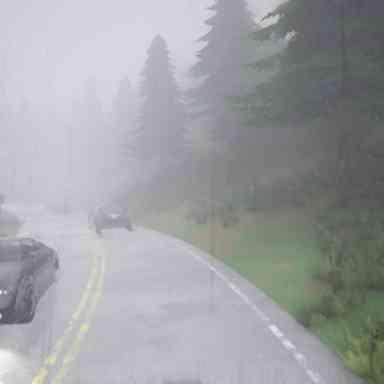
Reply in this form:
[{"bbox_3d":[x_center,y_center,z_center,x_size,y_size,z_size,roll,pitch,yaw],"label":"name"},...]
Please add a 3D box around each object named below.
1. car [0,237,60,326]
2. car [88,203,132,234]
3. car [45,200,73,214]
[{"bbox_3d":[-4.132,1.683,7.015,1.994,1.385,4.181,-2,0,-11],"label":"car"},{"bbox_3d":[-5.304,1.500,21.021,2.097,1.767,4.553,-3,0,-23],"label":"car"},{"bbox_3d":[-17.286,1.782,43.190,5.008,1.535,1.882,10,10,44],"label":"car"}]
